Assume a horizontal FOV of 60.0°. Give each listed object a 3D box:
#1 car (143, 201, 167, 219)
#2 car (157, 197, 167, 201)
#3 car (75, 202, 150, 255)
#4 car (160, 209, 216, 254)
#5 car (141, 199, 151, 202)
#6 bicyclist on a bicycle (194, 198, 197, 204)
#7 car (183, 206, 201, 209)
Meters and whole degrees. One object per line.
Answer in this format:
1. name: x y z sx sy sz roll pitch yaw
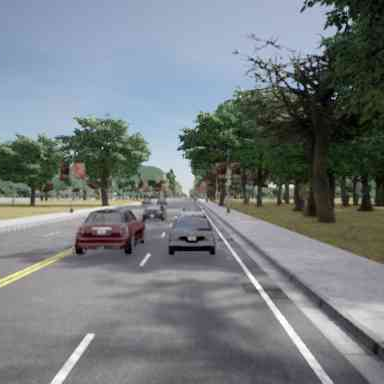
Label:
1. car: -3.243 1.803 29.404 1.812 1.442 4.674 0 0 0
2. car: -6.497 2.041 71.832 2.097 1.767 4.553 0 -1 0
3. car: -3.247 1.484 14.089 2.097 1.767 4.553 0 -1 0
4. car: 0.002 1.681 14.008 2.033 1.411 5.357 0 -1 0
5. car: -9.747 2.226 71.801 2.033 1.411 5.357 0 -1 0
6. bicyclist on a bicycle: 0.900 2.324 89.295 0.582 1.620 1.656 0 -1 0
7. car: 0.004 1.876 29.128 1.895 1.301 4.718 0 0 0
